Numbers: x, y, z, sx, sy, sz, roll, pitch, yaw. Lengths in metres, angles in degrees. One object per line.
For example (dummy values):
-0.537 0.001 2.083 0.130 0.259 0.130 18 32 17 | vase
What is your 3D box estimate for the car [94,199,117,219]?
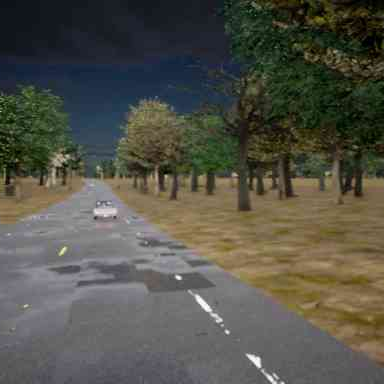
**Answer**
-7.732 1.638 29.622 1.895 1.301 4.718 0 1 -15 | car
